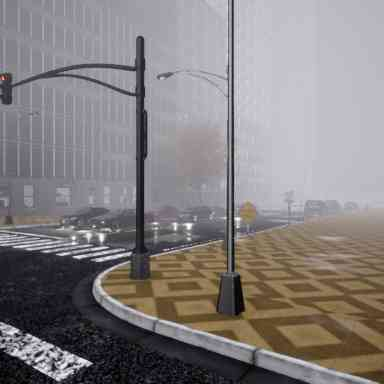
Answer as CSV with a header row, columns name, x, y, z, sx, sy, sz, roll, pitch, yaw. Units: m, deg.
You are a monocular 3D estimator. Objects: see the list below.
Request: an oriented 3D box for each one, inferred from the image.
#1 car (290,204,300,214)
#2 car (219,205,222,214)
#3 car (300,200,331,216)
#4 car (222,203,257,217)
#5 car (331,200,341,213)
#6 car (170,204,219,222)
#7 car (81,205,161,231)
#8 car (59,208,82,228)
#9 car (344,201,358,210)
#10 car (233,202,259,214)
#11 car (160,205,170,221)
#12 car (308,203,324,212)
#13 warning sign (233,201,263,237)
name,x,y,z,sx,sy,sz,roll,pitch,yaw
car,15.316,2.427,48.517,1.812,1.442,4.674,0,-1,33
car,2.598,2.226,41.159,1.994,1.385,4.181,0,-1,32
car,16.581,2.078,44.479,2.150,2.045,5.566,0,-1,33
car,5.786,2.206,40.092,1.812,1.442,4.674,0,-1,33
car,22.409,2.268,53.508,2.150,2.045,5.566,0,-1,33
car,0.348,2.005,31.684,1.837,1.490,4.892,0,-1,33
car,-4.855,1.876,23.627,2.033,1.411,5.357,0,-1,33
car,-7.723,1.846,25.165,1.812,1.442,4.674,0,-1,31
car,31.504,2.663,65.685,2.097,1.767,4.553,0,-1,33
car,8.063,2.318,49.541,1.882,1.535,5.008,0,-1,33
car,-2.795,2.009,32.809,1.812,1.442,4.674,0,-1,33
car,21.978,2.644,58.839,1.812,1.442,4.674,0,-1,33
warning sign,3.137,1.455,18.551,1.300,1.860,1.060,1,1,33
